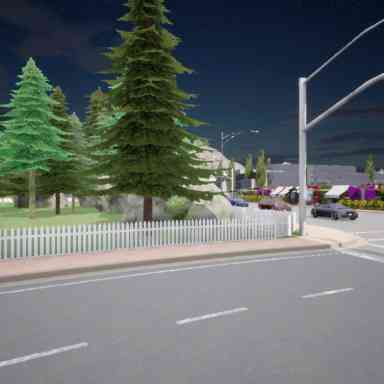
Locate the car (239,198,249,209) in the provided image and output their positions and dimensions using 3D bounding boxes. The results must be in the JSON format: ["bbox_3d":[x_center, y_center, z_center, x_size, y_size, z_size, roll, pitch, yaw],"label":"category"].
[{"bbox_3d":[6.382,1.533,47.601,1.882,1.535,5.008,0,0,-17],"label":"car"}]

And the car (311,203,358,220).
[{"bbox_3d":[12.066,1.619,28.416,1.994,1.385,4.181,0,0,-16],"label":"car"}]

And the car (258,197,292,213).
[{"bbox_3d":[9.312,1.408,37.707,2.097,1.767,4.553,0,0,-16],"label":"car"}]
